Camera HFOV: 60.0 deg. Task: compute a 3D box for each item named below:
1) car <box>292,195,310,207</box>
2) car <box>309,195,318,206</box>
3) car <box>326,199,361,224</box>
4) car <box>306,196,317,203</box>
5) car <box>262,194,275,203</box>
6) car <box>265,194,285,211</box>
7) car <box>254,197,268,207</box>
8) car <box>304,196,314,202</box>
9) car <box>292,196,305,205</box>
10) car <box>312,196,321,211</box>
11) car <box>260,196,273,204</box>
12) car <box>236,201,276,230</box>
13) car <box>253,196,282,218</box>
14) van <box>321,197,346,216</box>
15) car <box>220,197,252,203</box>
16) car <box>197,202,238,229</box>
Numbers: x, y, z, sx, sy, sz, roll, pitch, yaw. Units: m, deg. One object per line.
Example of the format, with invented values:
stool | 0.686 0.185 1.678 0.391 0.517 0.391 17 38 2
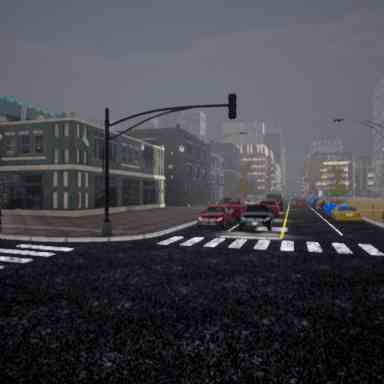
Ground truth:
car | 16.102 1.553 49.619 1.994 1.385 4.181 0 0 17
car | 19.235 1.555 51.023 1.947 1.339 4.313 0 0 17
car | 11.271 1.519 24.612 1.752 1.417 4.829 0 0 17
car | 24.091 1.512 67.130 1.752 1.417 4.829 0 0 17
car | 16.018 1.300 69.384 2.192 1.841 5.009 0 0 17
car | 10.111 1.212 40.730 2.150 2.045 5.566 0 0 18
car | 11.161 1.513 53.278 1.752 1.417 4.829 0 0 17
car | 27.246 1.551 77.597 1.947 1.339 4.313 0 0 17
car | 18.883 1.535 59.186 2.033 1.411 5.357 0 0 17
car | 16.029 1.542 40.394 2.008 1.369 4.403 0 0 17
car | 14.415 1.537 64.070 2.008 1.369 4.403 0 0 17
car | 4.163 1.520 21.080 1.812 1.442 4.674 0 0 15
car | 7.055 1.470 30.688 1.882 1.535 5.008 0 0 17
van | 12.826 1.334 29.764 1.690 1.788 3.998 0 0 17
car | 3.199 1.308 26.866 2.192 1.841 5.009 0 0 17
car | 1.596 1.576 21.552 1.802 1.307 4.206 0 0 17
